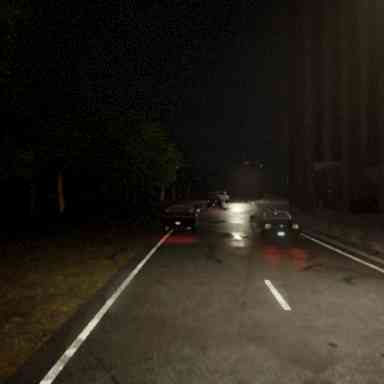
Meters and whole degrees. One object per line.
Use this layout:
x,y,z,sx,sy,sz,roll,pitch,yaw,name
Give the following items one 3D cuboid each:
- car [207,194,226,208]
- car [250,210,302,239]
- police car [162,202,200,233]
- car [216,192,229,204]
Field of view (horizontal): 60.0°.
3.113,1.355,44.306,1.837,1.490,4.892,0,0,9,car
4.138,1.573,17.150,1.895,1.301,4.718,0,0,3,car
-0.580,1.390,19.794,1.930,1.638,5.238,0,0,4,police car
5.330,0.981,59.478,2.150,2.045,5.566,0,0,11,car
